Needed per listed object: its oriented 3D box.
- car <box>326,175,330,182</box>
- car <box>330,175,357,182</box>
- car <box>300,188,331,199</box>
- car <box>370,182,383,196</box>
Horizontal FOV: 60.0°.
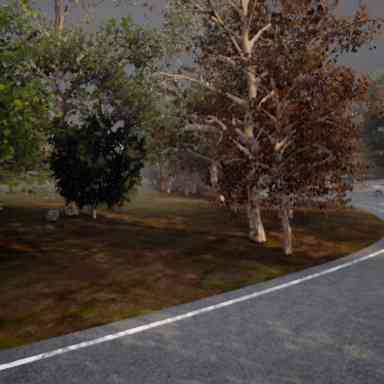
[{"bbox_3d":[27.557,-2.718,67.573,4.553,1.767,2.097,-4,3,-16],"label":"car"},{"bbox_3d":[29.753,-2.516,64.744,4.181,1.385,1.994,-4,3,-11],"label":"car"},{"bbox_3d":[13.772,-0.084,37.855,1.812,1.442,4.674,-5,3,-17],"label":"car"},{"bbox_3d":[20.734,-0.360,33.929,1.812,1.442,4.674,-7,4,-44],"label":"car"}]
